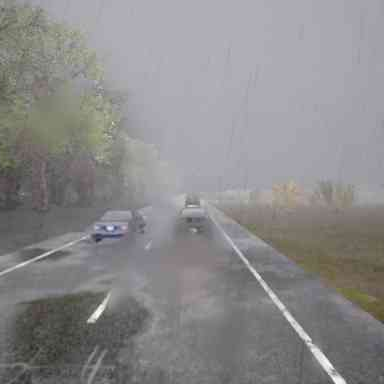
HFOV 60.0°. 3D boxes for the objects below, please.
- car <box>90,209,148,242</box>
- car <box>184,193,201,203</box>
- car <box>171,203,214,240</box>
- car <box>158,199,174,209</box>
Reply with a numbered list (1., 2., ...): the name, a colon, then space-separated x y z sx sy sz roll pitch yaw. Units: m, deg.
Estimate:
1. car: -3.405 1.546 16.319 2.033 1.411 5.357 0 0 0
2. car: 0.082 1.208 46.935 2.150 2.045 5.566 0 0 0
3. car: 0.095 1.502 17.024 1.837 1.490 4.892 0 0 0
4. car: -3.416 1.590 44.208 1.895 1.301 4.718 0 0 0
